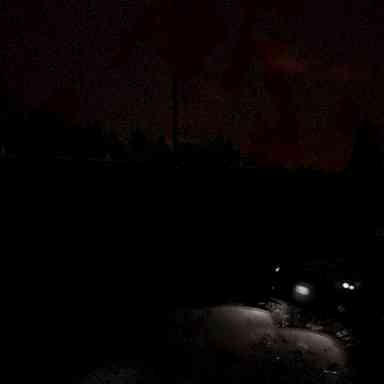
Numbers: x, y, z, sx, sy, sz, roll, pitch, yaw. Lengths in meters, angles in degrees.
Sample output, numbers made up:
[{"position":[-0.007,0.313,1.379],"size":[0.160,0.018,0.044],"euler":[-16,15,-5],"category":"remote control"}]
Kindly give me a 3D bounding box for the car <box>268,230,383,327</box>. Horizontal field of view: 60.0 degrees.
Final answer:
[{"position":[3.562,1.534,7.005],"size":[4.181,1.385,1.994],"euler":[0,0,-35],"category":"car"}]
